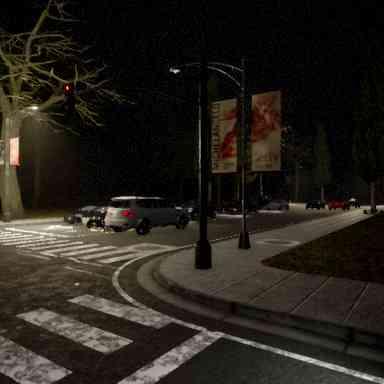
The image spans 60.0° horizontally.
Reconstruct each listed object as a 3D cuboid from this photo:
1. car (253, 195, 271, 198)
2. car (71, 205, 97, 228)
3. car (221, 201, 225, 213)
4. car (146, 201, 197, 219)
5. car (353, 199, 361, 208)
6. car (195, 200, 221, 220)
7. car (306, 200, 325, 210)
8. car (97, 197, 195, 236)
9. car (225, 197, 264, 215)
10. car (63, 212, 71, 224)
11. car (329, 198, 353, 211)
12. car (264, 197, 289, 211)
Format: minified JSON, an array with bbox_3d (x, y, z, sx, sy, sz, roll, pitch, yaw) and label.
[{"bbox_3d":[9.961,1.471,48.559,2.150,2.045,5.566,0,0,38],"label":"car"},{"bbox_3d":[-4.977,1.566,21.782,2.128,1.511,4.902,0,0,35],"label":"car"},{"bbox_3d":[3.875,1.776,39.995,1.895,1.301,4.718,0,0,35],"label":"car"},{"bbox_3d":[-1.855,1.666,31.847,2.033,1.411,5.357,0,0,35],"label":"car"},{"bbox_3d":[26.438,1.891,54.763,2.128,1.511,4.902,0,-1,35],"label":"car"},{"bbox_3d":[0.275,1.472,29.237,2.097,1.767,4.553,0,0,35],"label":"car"},{"bbox_3d":[17.927,1.824,48.314,1.812,1.442,4.674,0,0,35],"label":"car"},{"bbox_3d":[-2.465,1.300,19.528,2.150,2.045,5.566,0,0,36],"label":"car"},{"bbox_3d":[5.931,1.680,37.263,1.837,1.490,4.892,0,0,35],"label":"car"},{"bbox_3d":[-7.187,1.637,24.303,1.994,1.385,4.181,0,0,36],"label":"car"},{"bbox_3d":[20.677,1.658,46.581,2.097,1.767,4.553,0,0,35],"label":"car"},{"bbox_3d":[11.883,1.771,45.652,1.812,1.442,4.674,0,0,36],"label":"car"}]
